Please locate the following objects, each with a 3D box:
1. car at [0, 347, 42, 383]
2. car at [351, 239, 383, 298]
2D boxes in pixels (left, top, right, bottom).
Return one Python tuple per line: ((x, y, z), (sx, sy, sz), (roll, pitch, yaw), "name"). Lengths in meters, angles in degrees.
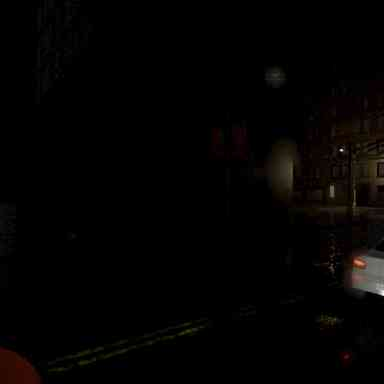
((-3.201, 1.477, 1.161), (5.008, 1.535, 1.882), (0, 0, -35), "car")
((5.271, 1.528, 7.195), (4.674, 1.442, 1.812), (0, 0, -35), "car")
